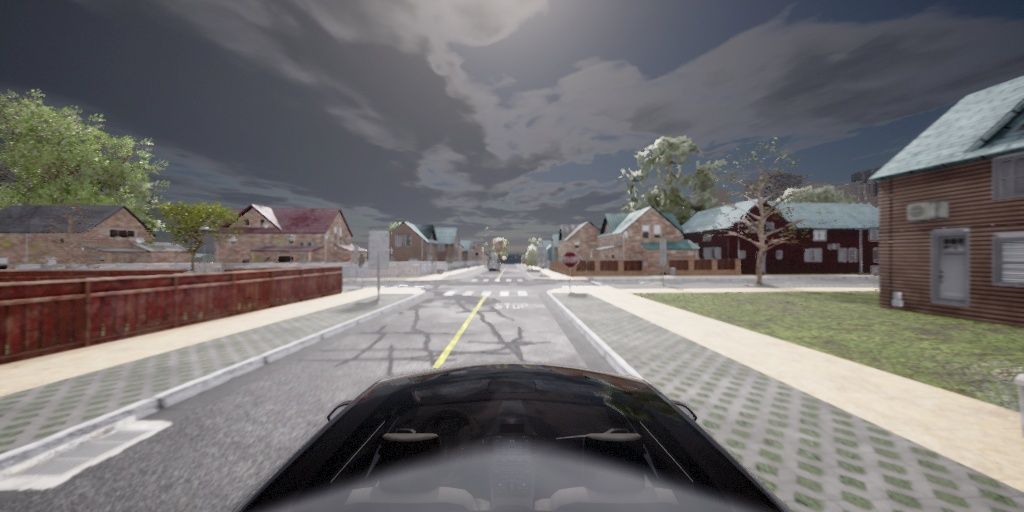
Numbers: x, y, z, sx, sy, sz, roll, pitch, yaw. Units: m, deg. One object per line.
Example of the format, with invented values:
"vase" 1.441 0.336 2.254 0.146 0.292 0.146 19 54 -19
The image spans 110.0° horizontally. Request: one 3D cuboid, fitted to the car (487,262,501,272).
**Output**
"car" -2.778 1.719 55.547 1.837 1.490 4.892 0 2 0
